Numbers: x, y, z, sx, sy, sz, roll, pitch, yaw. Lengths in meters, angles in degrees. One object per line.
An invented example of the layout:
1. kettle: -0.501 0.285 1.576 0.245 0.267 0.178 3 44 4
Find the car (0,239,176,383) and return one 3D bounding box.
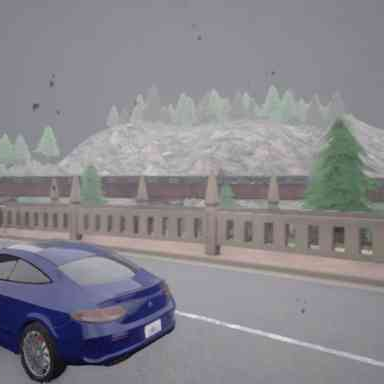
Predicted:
1. car: -2.421 1.502 5.319 4.674 1.442 1.812 0 0 32
